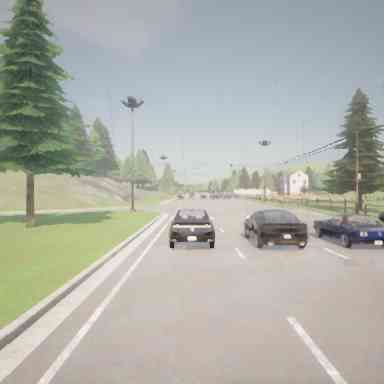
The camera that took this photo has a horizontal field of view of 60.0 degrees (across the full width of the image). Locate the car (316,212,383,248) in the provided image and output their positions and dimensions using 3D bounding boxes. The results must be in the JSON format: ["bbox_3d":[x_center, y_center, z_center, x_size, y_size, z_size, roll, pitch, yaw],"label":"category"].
[{"bbox_3d":[7.000,1.614,14.680,1.895,1.301,4.718,0,0,0],"label":"car"}]

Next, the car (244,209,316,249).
[{"bbox_3d":[3.500,1.482,14.650,1.882,1.535,5.008,0,0,0],"label":"car"}]

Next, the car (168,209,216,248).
[{"bbox_3d":[0.000,1.492,14.650,2.128,1.511,4.902,0,0,0],"label":"car"}]
